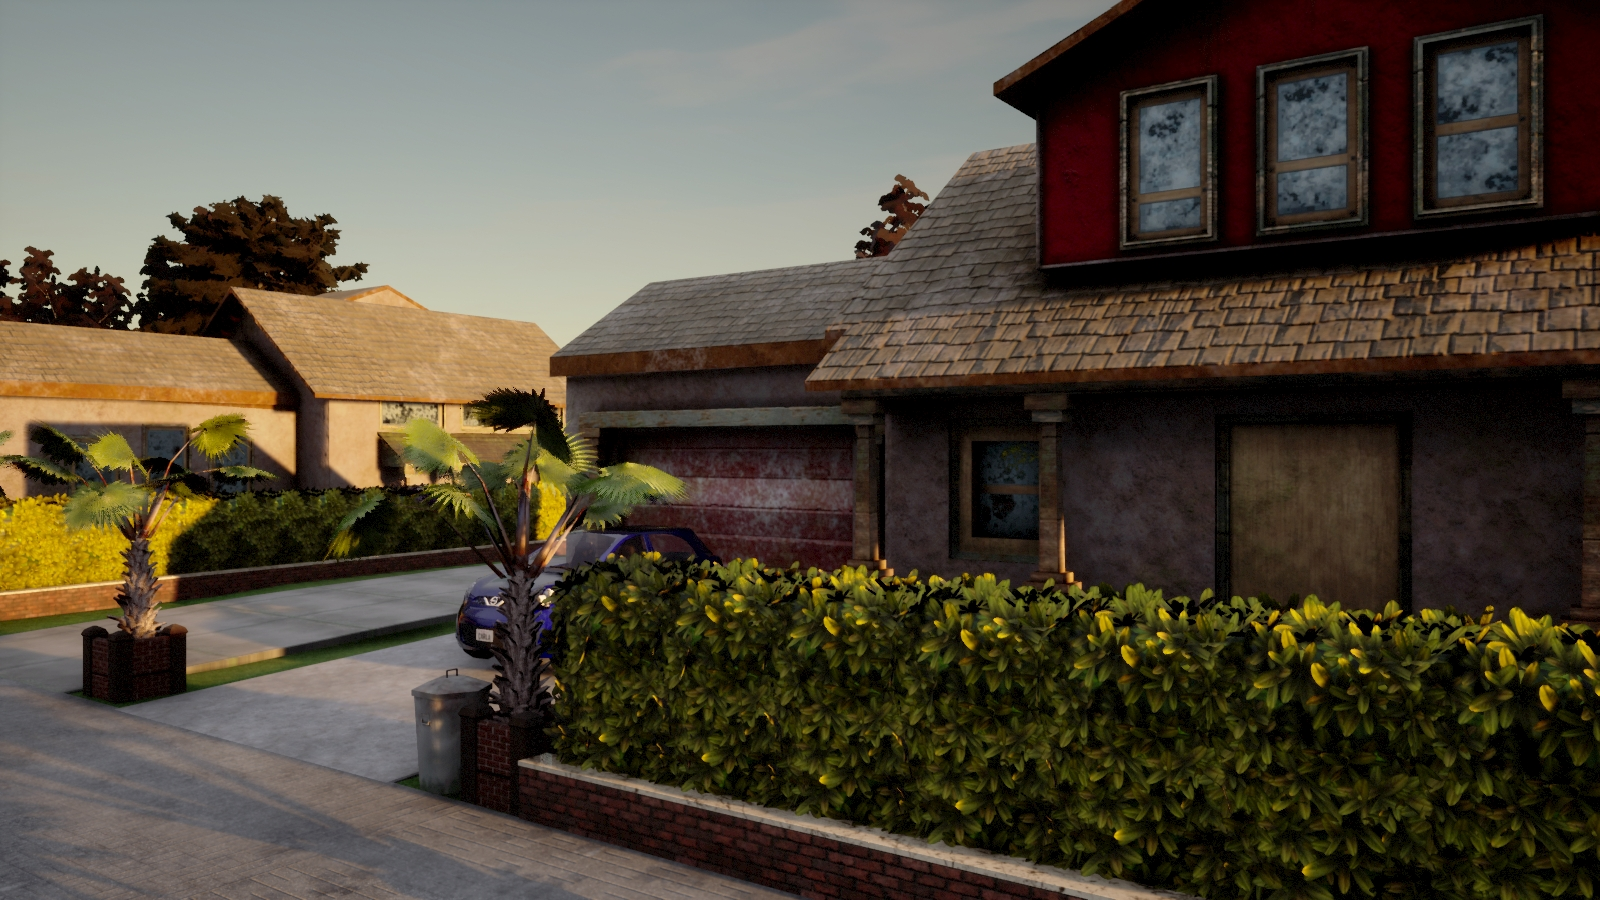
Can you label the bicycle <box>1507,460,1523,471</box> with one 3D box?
[{"bbox_3d":[97.361,2.056,155.551,1.835,1.471,0.329,0,0,35],"label":"bicycle"}]
